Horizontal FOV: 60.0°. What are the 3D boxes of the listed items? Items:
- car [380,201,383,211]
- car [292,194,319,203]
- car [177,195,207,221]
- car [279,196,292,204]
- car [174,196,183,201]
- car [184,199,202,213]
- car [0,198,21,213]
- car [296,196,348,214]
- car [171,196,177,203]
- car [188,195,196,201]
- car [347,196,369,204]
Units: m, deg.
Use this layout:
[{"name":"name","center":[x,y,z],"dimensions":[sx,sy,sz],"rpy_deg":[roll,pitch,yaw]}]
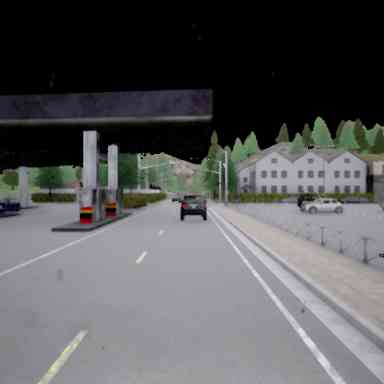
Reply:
[{"name":"car","center":[21.183,1.137,32.802],"dimensions":[4.605,1.855,1.932],"rpy_deg":[0,0,0]},{"name":"car","center":[13.298,1.119,36.047],"dimensions":[3.866,1.878,1.905],"rpy_deg":[0,0,0]},{"name":"car","center":[0.118,1.252,28.025],"dimensions":[2.150,2.045,5.566],"rpy_deg":[0,0,0]},{"name":"car","center":[17.550,1.439,58.684],"dimensions":[4.181,1.385,1.994],"rpy_deg":[0,0,0]},{"name":"car","center":[-3.447,1.631,84.655],"dimensions":[2.033,1.411,5.357],"rpy_deg":[0,0,0]},{"name":"car","center":[0.120,1.606,38.624],"dimensions":[1.994,1.385,4.181],"rpy_deg":[0,0,0]},{"name":"car","center":[-20.705,1.516,36.413],"dimensions":[2.242,1.667,4.611],"rpy_deg":[0,0,0]},{"name":"car","center":[12.704,1.399,32.719],"dimensions":[3.806,1.475,1.970],"rpy_deg":[0,0,0]},{"name":"car","center":[-3.455,1.618,72.672],"dimensions":[2.033,1.411,5.357],"rpy_deg":[0,0,0]},{"name":"car","center":[0.056,1.622,89.244],"dimensions":[2.128,1.511,4.902],"rpy_deg":[0,0,0]},{"name":"car","center":[28.200,1.425,58.711],"dimensions":[5.357,1.411,2.033],"rpy_deg":[0,0,0]}]
